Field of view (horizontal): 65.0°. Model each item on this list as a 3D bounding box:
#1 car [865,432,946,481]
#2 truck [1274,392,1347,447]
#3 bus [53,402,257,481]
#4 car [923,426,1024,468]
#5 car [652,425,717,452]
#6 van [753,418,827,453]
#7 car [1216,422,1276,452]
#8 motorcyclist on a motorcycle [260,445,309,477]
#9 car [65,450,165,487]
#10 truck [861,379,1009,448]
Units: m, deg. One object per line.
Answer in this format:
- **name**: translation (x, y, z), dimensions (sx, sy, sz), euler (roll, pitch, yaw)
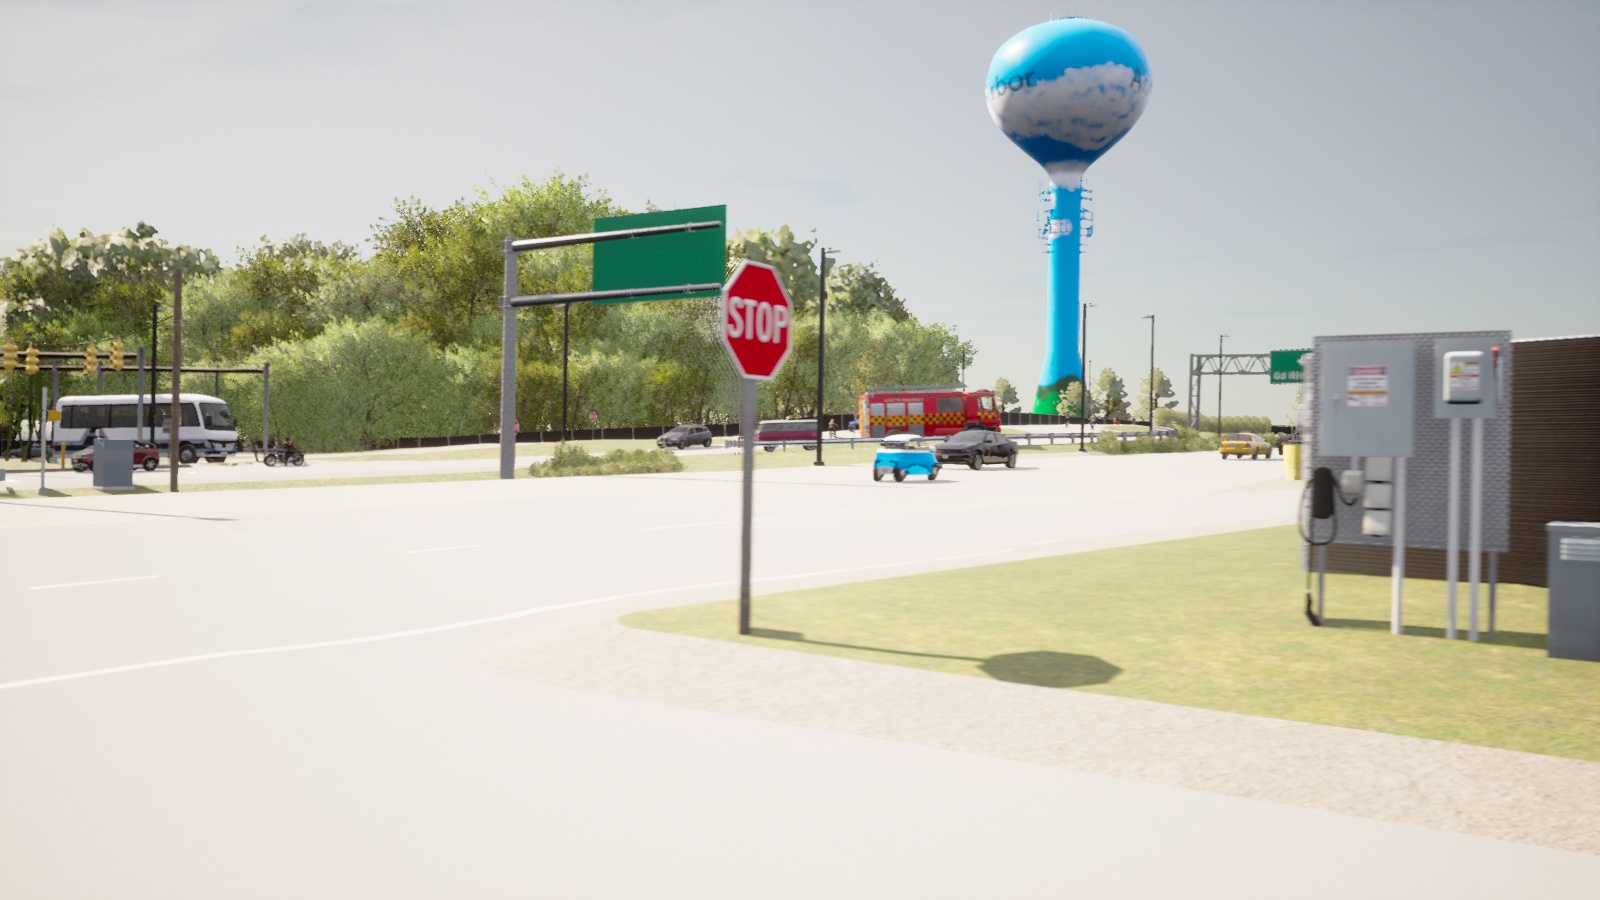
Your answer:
- **car**: translation (3.122, 0.170, 37.097), dimensions (1.481, 1.376, 2.207), euler (0, 2, 34)
- **truck**: translation (33.542, -1.999, 82.361), dimensions (2.891, 3.462, 7.936), euler (0, 1, 34)
- **bus**: translation (-38.240, -0.470, 74.620), dimensions (10.273, 4.253, 3.944), euler (-2, 0, 8)
- **car**: translation (6.834, -0.154, 48.895), dimensions (1.882, 1.535, 5.008), euler (0, 1, 34)
- **car**: translation (-8.440, -0.867, 92.147), dimensions (2.242, 1.667, 4.611), euler (0, 4, 35)
- **van**: translation (-0.664, -0.902, 79.826), dimensions (4.442, 1.987, 1.775), euler (-3, 0, -7)
- **car**: translation (24.508, -0.734, 68.921), dimensions (1.801, 1.575, 5.366), euler (0, 1, 34)
- **motorcyclist on a motorcycle**: translation (-27.408, 0.569, 66.815), dimensions (0.766, 1.649, 2.350), euler (0, 2, 35)
- **car**: translation (-32.324, 0.846, 59.369), dimensions (1.789, 1.549, 3.705), euler (0, 2, 33)
- **truck**: translation (8.305, -2.227, 77.499), dimensions (8.468, 3.827, 2.891), euler (-3, 1, -9)
